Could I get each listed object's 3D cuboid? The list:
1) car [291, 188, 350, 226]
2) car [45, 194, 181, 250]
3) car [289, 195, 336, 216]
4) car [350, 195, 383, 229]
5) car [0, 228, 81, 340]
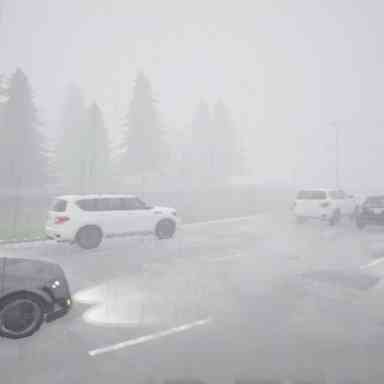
[{"bbox_3d":[8.067,0.780,19.755,2.150,2.045,5.566,0,1,44],"label":"car"},{"bbox_3d":[-3.159,1.096,13.973,5.566,2.045,2.150,-2,1,-36],"label":"car"},{"bbox_3d":[9.632,0.996,26.471,1.994,1.385,4.181,0,1,44],"label":"car"},{"bbox_3d":[10.197,0.902,17.068,4.553,1.767,2.097,-2,1,-45],"label":"car"},{"bbox_3d":[-4.160,1.579,5.290,4.181,1.385,1.994,-2,1,-28],"label":"car"}]
